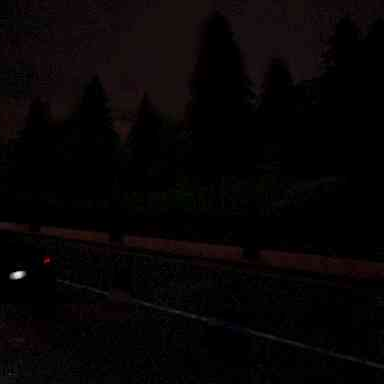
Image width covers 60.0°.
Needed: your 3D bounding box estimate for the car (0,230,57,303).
[{"bbox_3d":[-4.959,1.560,7.526,4.181,1.385,1.994,0,0,36],"label":"car"}]
